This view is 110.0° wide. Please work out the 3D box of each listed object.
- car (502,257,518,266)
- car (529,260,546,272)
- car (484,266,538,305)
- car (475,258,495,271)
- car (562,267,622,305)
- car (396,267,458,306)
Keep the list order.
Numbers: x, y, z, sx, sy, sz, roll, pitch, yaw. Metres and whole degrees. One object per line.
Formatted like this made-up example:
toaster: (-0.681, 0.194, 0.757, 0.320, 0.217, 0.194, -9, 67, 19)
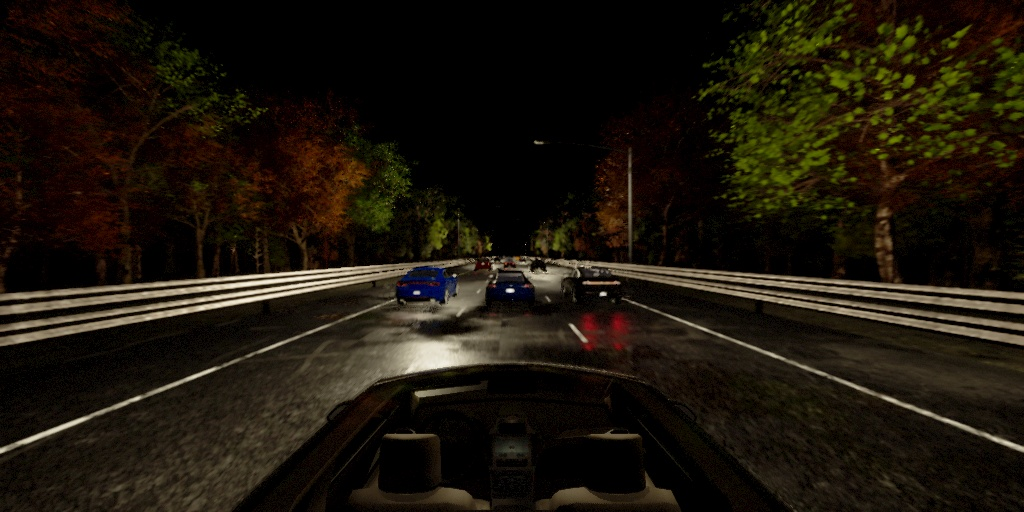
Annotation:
car: (-0.393, 1.294, 60.973, 1.895, 1.301, 4.718, 0, 0, 0)
car: (3.218, 1.219, 44.992, 1.837, 1.490, 4.892, 0, 0, 0)
car: (-0.084, 1.307, 15.875, 1.994, 1.385, 4.181, 0, 0, 0)
car: (-3.809, 1.068, 48.854, 2.097, 1.767, 4.553, 0, 0, 0)
car: (3.416, 1.230, 15.934, 2.128, 1.511, 4.902, 0, 0, 0)
car: (-3.584, 1.225, 15.899, 1.882, 1.535, 5.008, 0, 0, 0)
